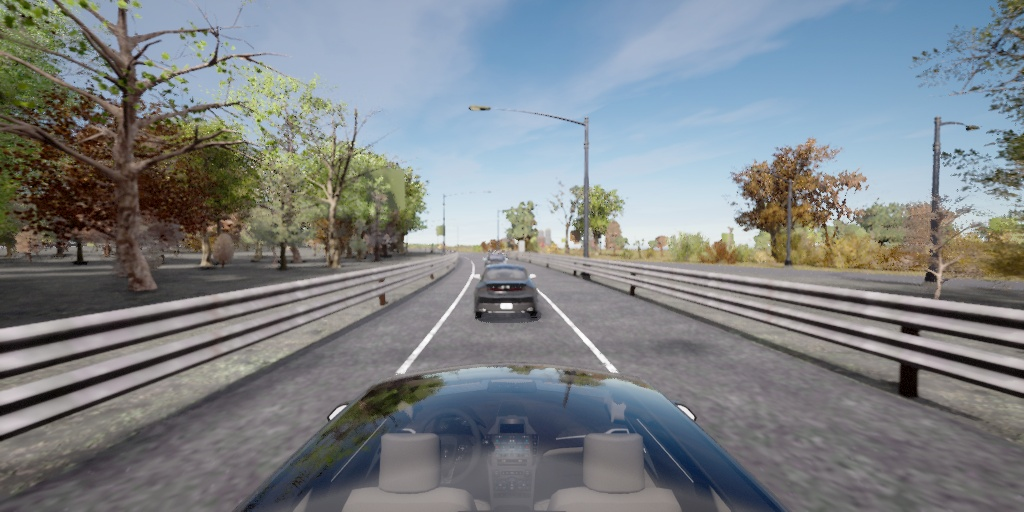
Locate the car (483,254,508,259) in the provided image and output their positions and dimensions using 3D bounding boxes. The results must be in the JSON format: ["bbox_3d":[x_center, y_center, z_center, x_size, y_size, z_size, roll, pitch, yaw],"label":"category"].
[{"bbox_3d":[-1.328,0.581,28.869,2.128,1.511,4.902,0,1,-5],"label":"car"}]

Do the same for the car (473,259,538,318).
[{"bbox_3d":[-0.232,1.011,11.867,1.837,1.490,4.892,0,2,-2],"label":"car"}]
